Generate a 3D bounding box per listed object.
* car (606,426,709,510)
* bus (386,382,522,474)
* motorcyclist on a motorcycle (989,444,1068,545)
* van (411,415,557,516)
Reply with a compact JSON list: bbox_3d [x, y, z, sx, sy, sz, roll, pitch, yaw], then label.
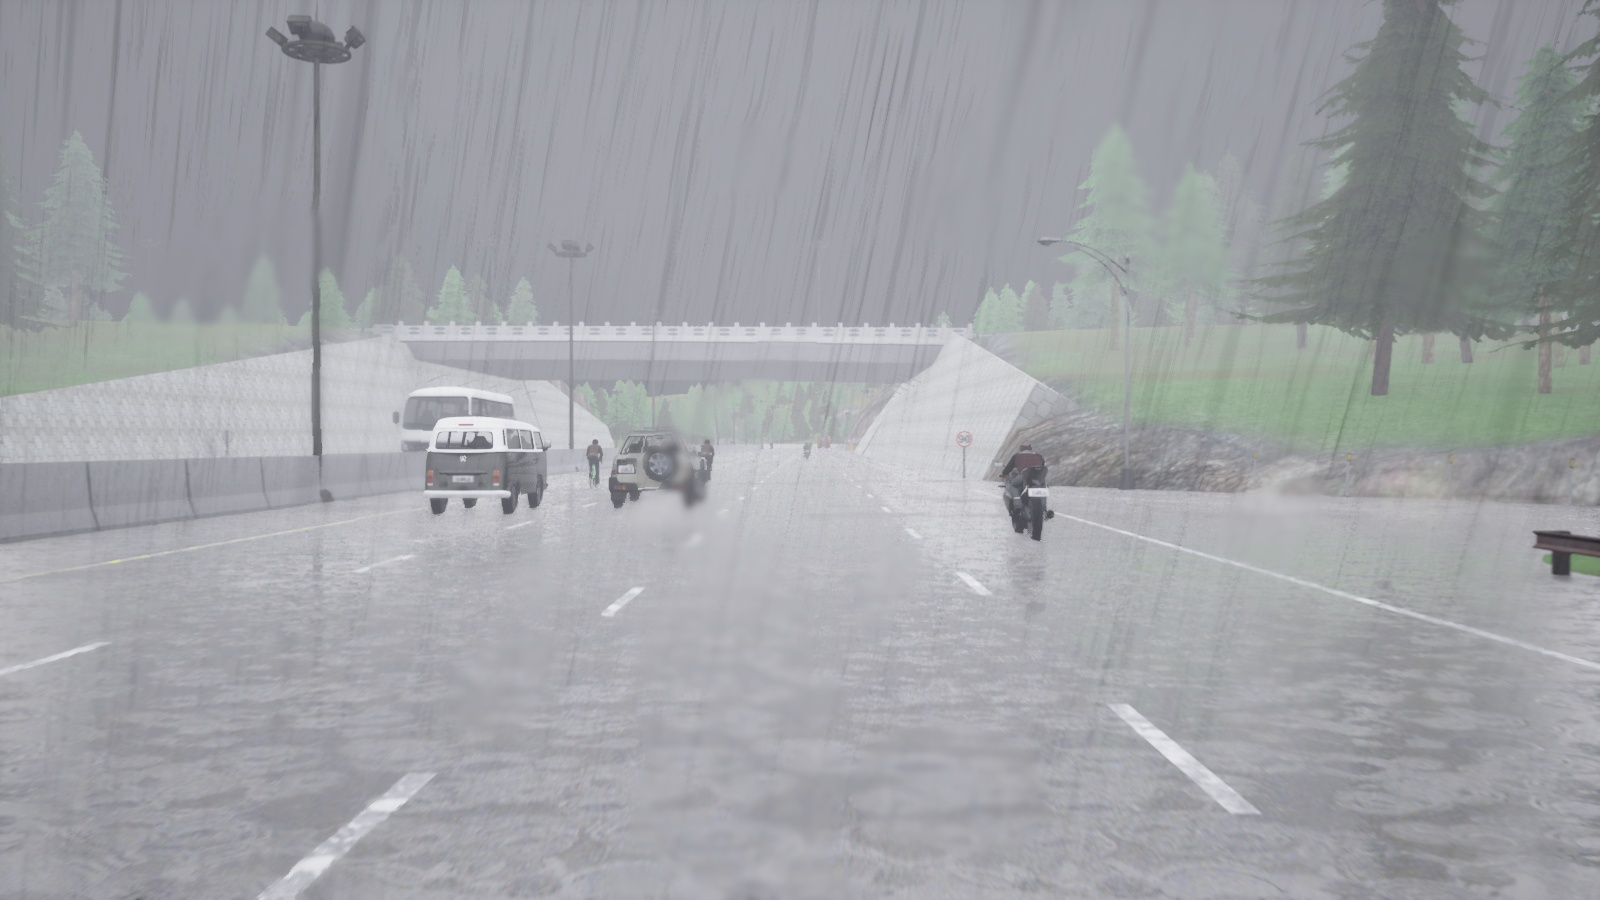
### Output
[{"bbox_3d":[-3.313,0.391,30.076,1.932,1.855,4.605,0,0,0],"label":"car"},{"bbox_3d":[-17.124,-0.999,63.142,3.944,4.253,10.273,0,0,0],"label":"bus"},{"bbox_3d":[3.630,0.671,20.148,0.866,1.530,2.191,0,0,0],"label":"motorcyclist on a motorcycle"},{"bbox_3d":[-6.827,0.308,27.641,2.069,2.038,4.480,0,0,0],"label":"van"}]
